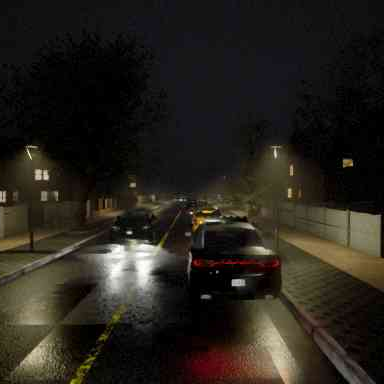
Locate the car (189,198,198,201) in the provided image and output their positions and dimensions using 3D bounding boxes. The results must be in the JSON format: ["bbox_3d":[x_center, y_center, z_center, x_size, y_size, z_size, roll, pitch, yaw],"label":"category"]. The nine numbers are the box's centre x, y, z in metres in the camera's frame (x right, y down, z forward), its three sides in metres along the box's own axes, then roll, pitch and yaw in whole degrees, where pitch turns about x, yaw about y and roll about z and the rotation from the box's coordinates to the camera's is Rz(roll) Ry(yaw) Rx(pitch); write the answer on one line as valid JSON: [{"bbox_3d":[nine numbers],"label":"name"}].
[{"bbox_3d":[0.878,1.459,24.650,1.801,1.575,5.366,0,0,0],"label":"car"}]

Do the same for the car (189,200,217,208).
[{"bbox_3d":[0.865,1.458,18.650,1.801,1.575,5.366,0,0,0],"label":"car"}]

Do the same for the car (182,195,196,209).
[{"bbox_3d":[0.120,1.489,45.090,2.128,1.511,4.902,0,0,1],"label":"car"}]

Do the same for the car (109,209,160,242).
[{"bbox_3d":[-2.715,1.566,16.388,1.994,1.385,4.181,0,0,0],"label":"car"}]

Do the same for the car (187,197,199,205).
[{"bbox_3d":[0.130,1.536,58.446,2.033,1.411,5.357,0,0,0],"label":"car"}]

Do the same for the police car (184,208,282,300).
[{"bbox_3d":[0.842,1.427,8.567,1.930,1.638,5.238,0,0,0],"label":"police car"}]
